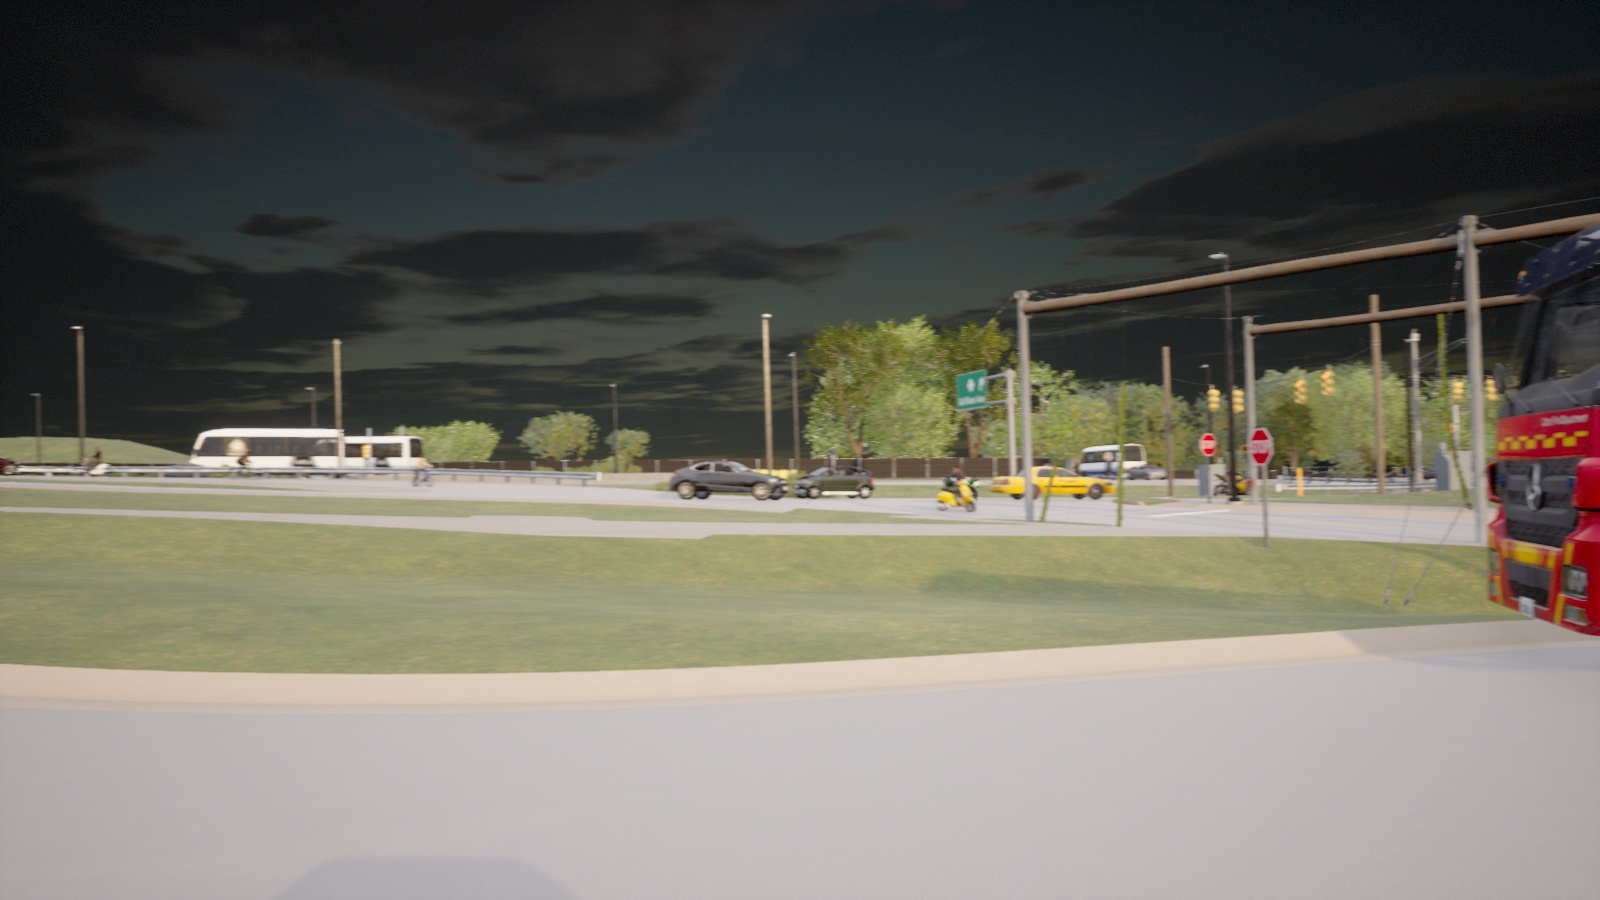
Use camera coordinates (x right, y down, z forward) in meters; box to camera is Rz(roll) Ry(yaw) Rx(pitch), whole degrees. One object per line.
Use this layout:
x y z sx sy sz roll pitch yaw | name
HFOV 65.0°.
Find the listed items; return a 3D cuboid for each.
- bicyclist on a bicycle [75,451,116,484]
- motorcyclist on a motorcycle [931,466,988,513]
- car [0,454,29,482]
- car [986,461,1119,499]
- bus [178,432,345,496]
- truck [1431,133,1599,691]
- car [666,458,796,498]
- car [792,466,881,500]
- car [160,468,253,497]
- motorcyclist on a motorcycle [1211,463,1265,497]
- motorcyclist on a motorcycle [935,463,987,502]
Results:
-39.349 0.971 70.124 1.843 1.776 0.659 1 -1 -15 | bicyclist on a bicycle
5.569 1.357 43.966 0.866 1.590 1.817 -1 1 -41 | motorcyclist on a motorcycle
-41.775 0.904 63.870 1.812 1.442 4.674 0 -2 7 | car
10.893 1.285 54.258 5.366 1.575 1.801 0 -2 -13 | car
-37.536 0.994 88.025 10.273 4.253 3.944 -1 -2 -15 | bus
9.554 -0.317 9.041 8.468 3.827 2.891 -1 -1 15 | truck
-2.898 1.177 52.952 5.027 1.651 2.152 0 -2 16 | car
1.674 1.513 58.250 3.705 1.549 1.789 0 -2 -21 | car
-36.513 1.991 77.381 4.856 1.649 2.033 -1 -2 -15 | car
19.772 1.355 56.711 2.191 1.530 0.866 0 -2 -16 | motorcyclist on a motorcycle
6.539 1.314 51.160 0.797 1.523 2.044 -2 1 -44 | motorcyclist on a motorcycle
